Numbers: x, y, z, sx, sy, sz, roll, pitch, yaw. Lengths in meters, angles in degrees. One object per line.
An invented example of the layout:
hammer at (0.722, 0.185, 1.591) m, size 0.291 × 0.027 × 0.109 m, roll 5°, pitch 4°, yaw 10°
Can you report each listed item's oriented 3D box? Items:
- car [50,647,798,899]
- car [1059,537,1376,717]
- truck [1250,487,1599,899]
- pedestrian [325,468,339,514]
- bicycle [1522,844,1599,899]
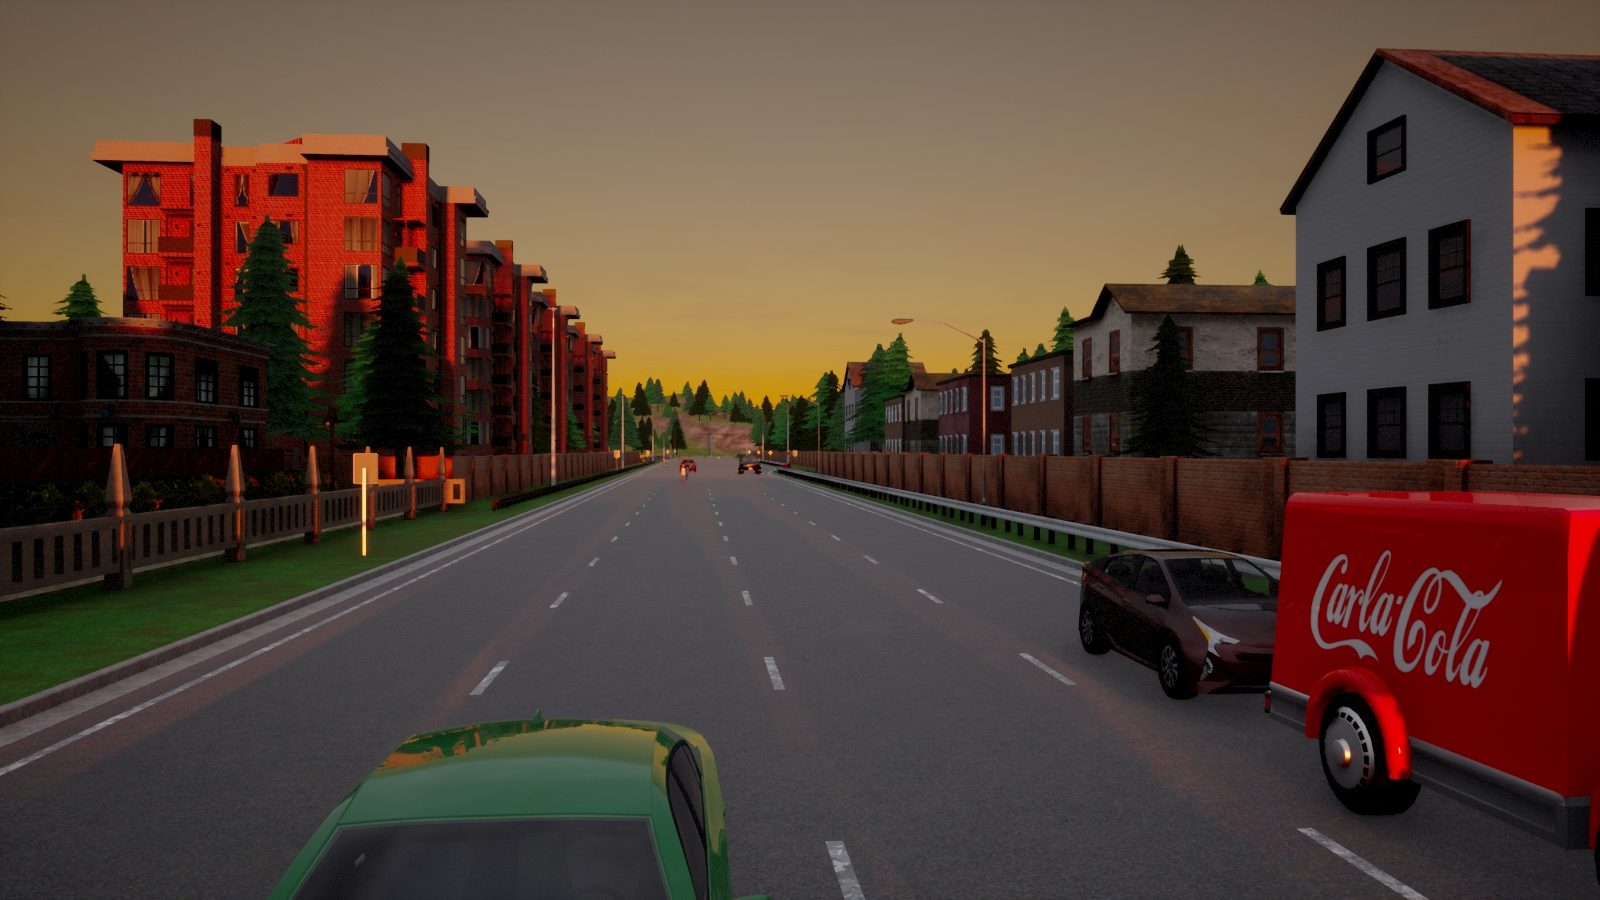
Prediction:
car at (-1.202, 2.034, 4.748) m, size 2.097 × 1.535 × 5.006 m, roll 0°, pitch 0°, yaw -5°
car at (4.945, 2.040, 14.354) m, size 2.007 × 1.525 × 4.514 m, roll 0°, pitch 0°, yaw -5°
truck at (5.566, 1.568, 7.740) m, size 2.627 × 2.467 × 5.204 m, roll 0°, pitch 0°, yaw -5°
pedestrian at (-19.440, 1.701, 47.431) m, size 0.375 × 1.860 × 0.375 m, roll 0°, pitch 0°, yaw 13°
bicycle at (2.623, 2.056, 2.959) m, size 0.373 × 1.496 × 1.643 m, roll 0°, pitch 0°, yaw -4°
